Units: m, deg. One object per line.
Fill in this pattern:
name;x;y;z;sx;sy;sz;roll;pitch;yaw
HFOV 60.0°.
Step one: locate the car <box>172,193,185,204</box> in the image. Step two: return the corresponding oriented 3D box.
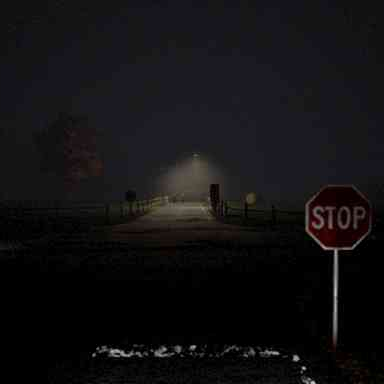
car;-2.623;1.254;65.729;2.150;2.045;5.566;0;0;0
